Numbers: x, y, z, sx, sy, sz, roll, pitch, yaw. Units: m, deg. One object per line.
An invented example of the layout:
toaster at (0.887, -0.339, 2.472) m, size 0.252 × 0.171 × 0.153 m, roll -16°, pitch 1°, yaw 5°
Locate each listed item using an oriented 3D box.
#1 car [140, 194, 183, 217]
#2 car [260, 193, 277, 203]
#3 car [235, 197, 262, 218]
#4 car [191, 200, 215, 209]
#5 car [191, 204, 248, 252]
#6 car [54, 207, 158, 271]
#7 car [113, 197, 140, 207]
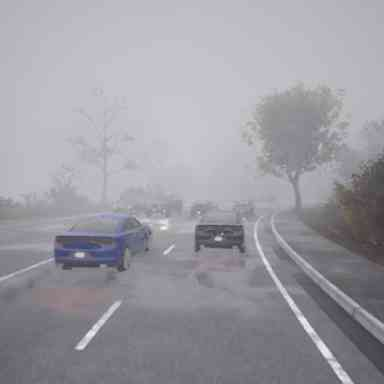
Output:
car at (-2.506, 1.206, 31.168) m, size 2.150 × 2.045 × 5.566 m, roll 0°, pitch 0°, yaw 16°
car at (15.534, 1.274, 68.355) m, size 2.150 × 2.045 × 5.566 m, roll 0°, pitch 0°, yaw 36°
car at (4.930, 1.513, 30.923) m, size 2.128 × 1.511 × 4.902 m, roll 0°, pitch 0°, yaw 16°
car at (1.237, 1.508, 30.720) m, size 1.837 × 1.490 × 4.892 m, roll 0°, pitch 0°, yaw 16°
car at (1.256, 1.483, 14.088) m, size 1.882 × 1.535 × 5.008 m, roll 0°, pitch 0°, yaw 8°
car at (-2.644, 1.468, 11.024) m, size 1.882 × 1.535 × 5.008 m, roll 0°, pitch 0°, yaw 6°
car at (-5.856, 1.319, 32.049) m, size 2.097 × 1.767 × 4.553 m, roll 0°, pitch 0°, yaw 17°
